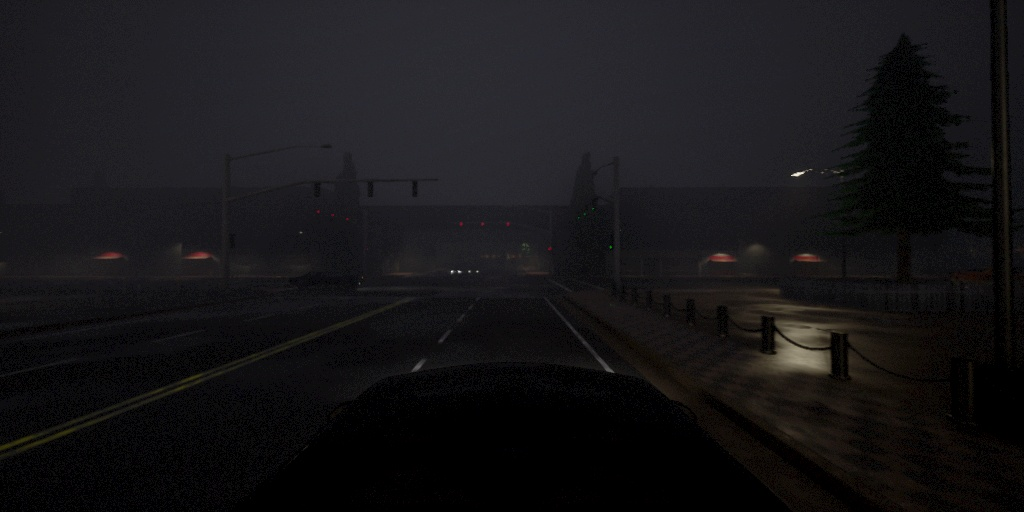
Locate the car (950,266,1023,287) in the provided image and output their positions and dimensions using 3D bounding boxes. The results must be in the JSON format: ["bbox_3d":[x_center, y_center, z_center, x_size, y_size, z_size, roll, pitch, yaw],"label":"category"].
[{"bbox_3d":[34.926,1.540,25.913,5.008,1.535,1.882,0,-1,1],"label":"car"}]

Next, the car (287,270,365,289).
[{"bbox_3d":[-13.133,1.661,25.614,4.718,1.301,1.895,0,-1,-1],"label":"car"}]
